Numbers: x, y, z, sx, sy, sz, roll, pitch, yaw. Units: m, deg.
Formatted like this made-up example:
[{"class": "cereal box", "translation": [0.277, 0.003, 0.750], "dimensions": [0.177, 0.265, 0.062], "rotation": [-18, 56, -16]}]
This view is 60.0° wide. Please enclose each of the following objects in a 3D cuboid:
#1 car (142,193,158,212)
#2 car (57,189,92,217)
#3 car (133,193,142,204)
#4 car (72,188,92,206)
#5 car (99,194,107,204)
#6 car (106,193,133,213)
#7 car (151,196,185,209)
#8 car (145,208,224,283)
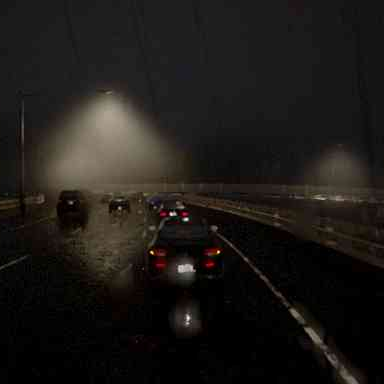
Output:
[{"class": "car", "translation": [-3.411, 1.057, 31.889], "dimensions": [1.812, 1.442, 4.674], "rotation": [0, 1, -14]}, {"class": "car", "translation": [-9.277, 0.830, 26.536], "dimensions": [2.150, 2.045, 5.566], "rotation": [0, 1, -12]}, {"class": "car", "translation": [-7.486, 0.847, 44.847], "dimensions": [1.837, 1.490, 4.892], "rotation": [0, 1, -20]}, {"class": "car", "translation": [-14.432, 0.582, 43.458], "dimensions": [2.150, 2.045, 5.566], "rotation": [0, 1, -21]}, {"class": "car", "translation": [-11.408, 0.899, 45.211], "dimensions": [1.994, 1.385, 4.181], "rotation": [0, 1, -21]}, {"class": "car", "translation": [-6.687, 1.057, 30.560], "dimensions": [1.837, 1.490, 4.892], "rotation": [0, 1, -13]}, {"class": "car", "translation": [-1.350, 1.238, 21.044], "dimensions": [2.033, 1.411, 5.357], "rotation": [0, 1, -8]}, {"class": "car", "translation": [-0.228, 1.390, 9.185], "dimensions": [1.812, 1.442, 4.674], "rotation": [0, 1, -2]}]
